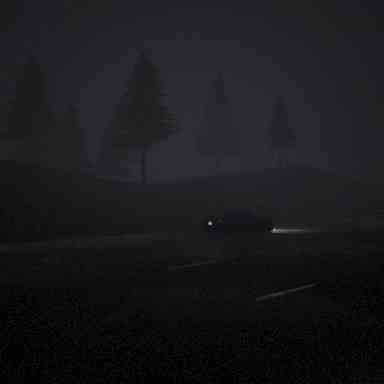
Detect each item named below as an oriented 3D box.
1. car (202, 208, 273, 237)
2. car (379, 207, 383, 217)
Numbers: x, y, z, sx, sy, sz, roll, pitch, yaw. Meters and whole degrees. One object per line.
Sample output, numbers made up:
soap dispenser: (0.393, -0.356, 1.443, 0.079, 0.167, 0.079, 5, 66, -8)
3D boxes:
car: (2.578, 1.610, 18.482, 4.181, 1.385, 1.994, 0, 0, -35)
car: (19.090, 1.666, 30.260, 5.357, 1.411, 2.033, 0, 0, -36)
